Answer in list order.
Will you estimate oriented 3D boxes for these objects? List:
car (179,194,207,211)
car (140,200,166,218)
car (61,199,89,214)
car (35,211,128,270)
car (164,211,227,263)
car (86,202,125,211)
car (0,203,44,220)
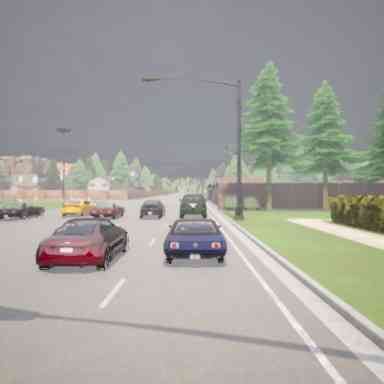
[{"bbox_3d":[0.100,1.173,28.232,2.150,2.045,5.566,0,0,0],"label":"car"},{"bbox_3d":[-3.401,1.455,29.314,1.837,1.490,4.892,0,0,0],"label":"car"},{"bbox_3d":[-10.401,1.424,30.783,1.882,1.535,5.008,0,0,0],"label":"car"},{"bbox_3d":[-3.403,1.545,11.027,1.994,1.385,4.181,0,0,0],"label":"car"},{"bbox_3d":[0.099,1.580,11.885,1.895,1.301,4.718,0,0,0],"label":"car"},{"bbox_3d":[-6.901,1.553,27.638,1.895,1.301,4.718,0,0,0],"label":"car"},{"bbox_3d":[-14.143,1.553,27.650,1.895,1.301,4.718,0,0,0],"label":"car"}]
